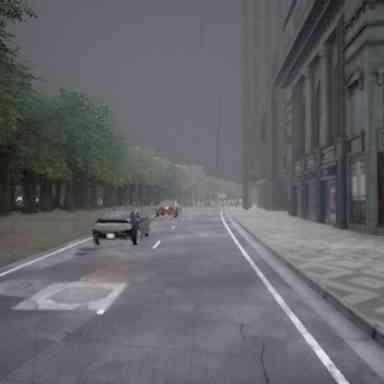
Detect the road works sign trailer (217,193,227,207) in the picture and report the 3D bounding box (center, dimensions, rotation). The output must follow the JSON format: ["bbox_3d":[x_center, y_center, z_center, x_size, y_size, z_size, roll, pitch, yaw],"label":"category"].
[{"bbox_3d":[7.671,2.068,84.972,2.380,3.560,2.880,0,-2,5],"label":"road works sign trailer"}]

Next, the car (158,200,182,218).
[{"bbox_3d":[-2.202,1.534,32.812,2.097,1.767,4.553,0,-1,4],"label":"car"}]

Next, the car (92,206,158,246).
[{"bbox_3d":[-3.093,1.503,15.381,2.128,1.511,4.902,0,0,2],"label":"car"}]
